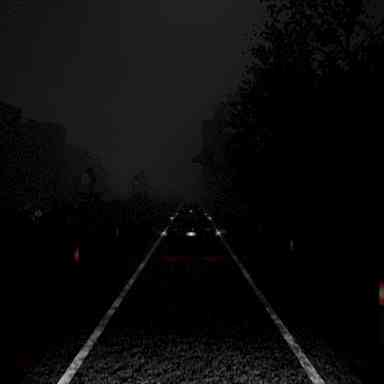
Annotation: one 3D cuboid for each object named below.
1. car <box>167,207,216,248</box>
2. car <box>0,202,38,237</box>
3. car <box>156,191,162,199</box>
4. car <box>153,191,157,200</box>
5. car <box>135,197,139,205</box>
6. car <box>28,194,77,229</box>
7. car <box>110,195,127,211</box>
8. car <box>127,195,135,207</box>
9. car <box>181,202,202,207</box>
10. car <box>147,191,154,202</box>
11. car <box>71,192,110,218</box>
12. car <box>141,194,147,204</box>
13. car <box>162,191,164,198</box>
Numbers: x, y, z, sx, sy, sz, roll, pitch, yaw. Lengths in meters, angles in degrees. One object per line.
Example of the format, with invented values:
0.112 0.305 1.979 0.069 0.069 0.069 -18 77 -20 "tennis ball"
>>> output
-0.037 1.574 14.665 1.994 1.385 4.181 0 0 0 "car"
-8.992 1.367 14.287 2.163 1.488 4.792 1 0 2 "car"
-9.240 0.847 79.661 2.435 2.045 5.566 0 0 0 "car"
-9.205 1.105 69.777 2.097 1.535 5.008 0 0 2 "car"
-9.124 1.228 47.596 2.097 1.535 5.008 0 0 2 "car"
-9.022 1.172 19.891 2.185 1.767 4.553 0 0 2 "car"
-9.084 1.257 36.498 2.097 1.535 5.008 0 0 2 "car"
-9.104 1.253 42.040 2.231 1.521 4.892 0 1 2 "car"
-0.074 1.553 29.672 1.994 1.385 4.181 0 0 0 "car"
-9.184 1.140 64.229 2.097 1.535 5.008 0 0 2 "car"
-9.052 1.018 27.544 2.435 2.045 5.566 0 0 2 "car"
-9.155 1.183 53.977 1.946 1.575 5.366 0 0 2 "car"
-9.264 1.102 86.406 2.002 1.452 4.674 0 0 0 "car"
